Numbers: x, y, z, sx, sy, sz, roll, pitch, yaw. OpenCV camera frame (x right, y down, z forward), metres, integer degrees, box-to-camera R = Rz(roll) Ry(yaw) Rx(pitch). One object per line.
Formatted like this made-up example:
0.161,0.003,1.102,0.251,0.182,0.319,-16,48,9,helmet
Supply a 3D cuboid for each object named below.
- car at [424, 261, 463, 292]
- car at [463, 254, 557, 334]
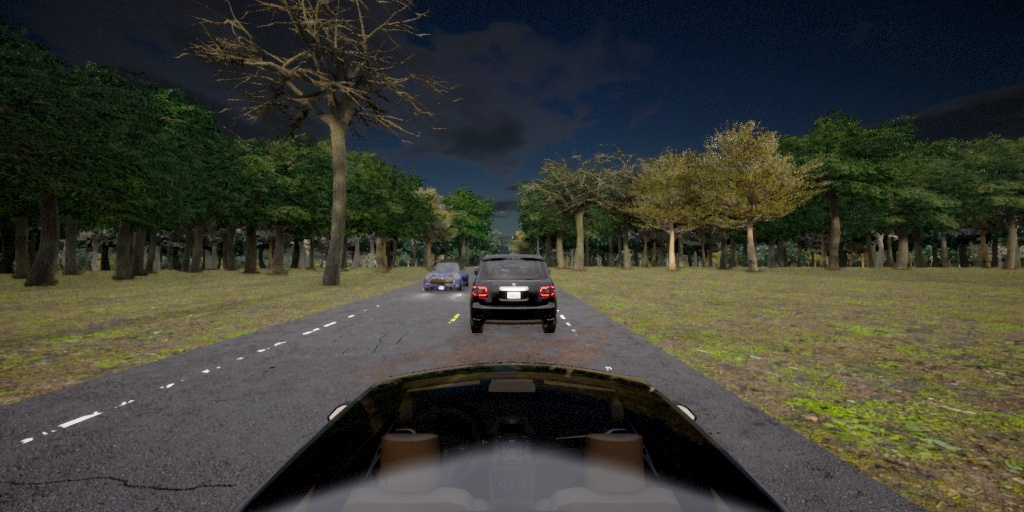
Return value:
-3.782,1.111,21.331,2.097,1.767,4.553,0,0,-1,car
0.018,0.976,10.728,2.150,2.045,5.566,0,0,-1,car
